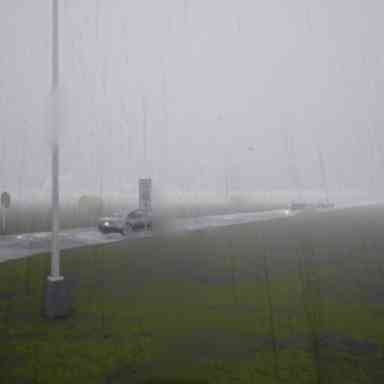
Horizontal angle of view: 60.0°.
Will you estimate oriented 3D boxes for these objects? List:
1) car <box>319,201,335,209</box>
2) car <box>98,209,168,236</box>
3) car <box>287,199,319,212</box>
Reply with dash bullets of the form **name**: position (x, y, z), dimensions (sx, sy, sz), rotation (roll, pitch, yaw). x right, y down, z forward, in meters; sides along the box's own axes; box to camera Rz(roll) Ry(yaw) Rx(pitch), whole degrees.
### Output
- **car**: position (20.646, 1.966, 51.488), dimensions (1.895, 1.301, 4.718), rotation (0, -1, 37)
- **car**: position (-3.308, 1.662, 19.169), dimensions (1.994, 1.385, 4.181), rotation (0, -1, 37)
- **car**: position (14.428, 1.782, 43.022), dimensions (1.882, 1.535, 5.008), rotation (0, -1, 37)
